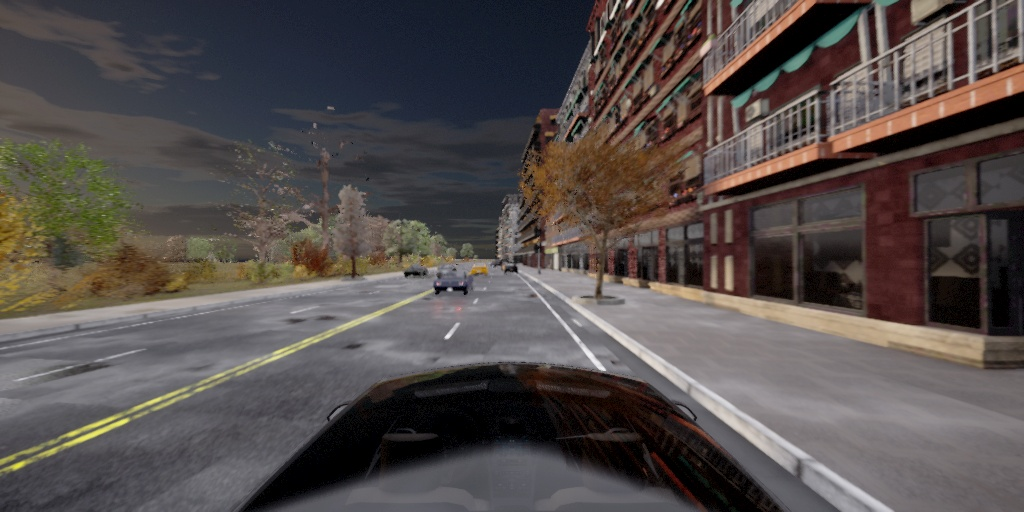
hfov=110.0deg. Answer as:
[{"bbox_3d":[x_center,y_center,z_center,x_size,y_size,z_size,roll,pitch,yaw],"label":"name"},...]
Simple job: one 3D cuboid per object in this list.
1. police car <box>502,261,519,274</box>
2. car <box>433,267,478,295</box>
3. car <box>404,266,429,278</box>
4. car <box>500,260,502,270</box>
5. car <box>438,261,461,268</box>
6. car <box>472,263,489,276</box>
[{"bbox_3d":[-0.115,1.674,51.161,1.930,1.638,5.238,0,-1,-3],"label":"police car"},{"bbox_3d":[-3.348,1.543,21.461,1.895,1.301,4.718,0,-1,-1],"label":"car"},{"bbox_3d":[-10.487,1.738,39.516,1.895,1.301,4.718,0,-1,-2],"label":"car"},{"bbox_3d":[-0.612,1.814,61.281,1.801,1.575,5.366,0,-1,-3],"label":"car"},{"bbox_3d":[-7.263,1.634,40.347,2.128,1.511,4.902,0,-1,-2],"label":"car"},{"bbox_3d":[-4.005,1.666,45.072,1.882,1.535,5.008,0,0,-2],"label":"car"}]
